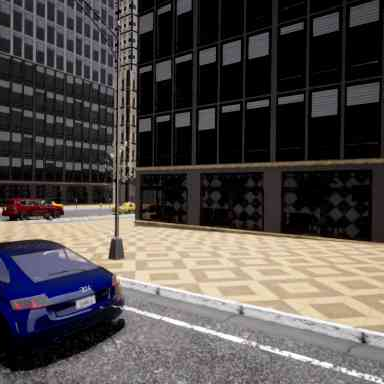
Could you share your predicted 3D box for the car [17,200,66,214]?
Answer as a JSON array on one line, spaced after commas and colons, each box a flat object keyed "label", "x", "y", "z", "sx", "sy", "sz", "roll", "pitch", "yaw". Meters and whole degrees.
[{"label": "car", "x": -17.332, "y": 1.643, "z": 38.515, "sx": 1.752, "sy": 1.417, "sz": 4.829, "roll": 1, "pitch": 0, "yaw": 36}]

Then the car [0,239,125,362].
[{"label": "car", "x": -3.195, "y": 1.561, "z": 5.944, "sx": 4.181, "sy": 1.385, "sz": 1.994, "roll": 0, "pitch": 0, "yaw": 34}]

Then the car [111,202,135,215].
[{"label": "car", "x": -7.036, "y": 1.830, "z": 38.390, "sx": 1.752, "sy": 1.417, "sz": 4.829, "roll": 1, "pitch": 0, "yaw": 36}]

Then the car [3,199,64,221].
[{"label": "car", "x": -13.799, "y": 1.520, "z": 29.153, "sx": 2.192, "sy": 1.841, "sz": 5.009, "roll": 1, "pitch": 0, "yaw": 36}]
